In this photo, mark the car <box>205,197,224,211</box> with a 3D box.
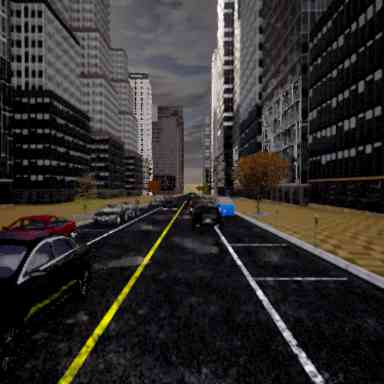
[{"bbox_3d":[2.674,1.418,40.375,1.967,1.590,4.097,-1,0,0],"label":"car"}]

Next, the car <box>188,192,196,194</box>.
[{"bbox_3d":[-0.004,1.020,73.033,2.150,2.045,5.566,0,0,0],"label":"car"}]

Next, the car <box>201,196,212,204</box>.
[{"bbox_3d":[2.675,1.503,63.046,1.752,1.417,4.829,-1,0,0],"label":"car"}]

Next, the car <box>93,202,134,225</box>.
[{"bbox_3d":[-5.703,1.534,23.500,2.008,1.369,4.403,-1,0,0],"label":"car"}]

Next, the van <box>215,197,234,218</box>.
[{"bbox_3d":[2.673,1.321,29.125,1.690,1.788,3.998,-1,0,0],"label":"van"}]

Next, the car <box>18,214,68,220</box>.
[{"bbox_3d":[-5.702,1.534,12.249,1.887,1.381,4.507,-1,0,0],"label":"car"}]

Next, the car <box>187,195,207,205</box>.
[{"bbox_3d":[0.760,1.458,37.287,1.882,1.535,5.008,0,0,3],"label":"car"}]

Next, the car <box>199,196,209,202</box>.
[{"bbox_3d":[2.675,1.546,74.124,1.947,1.339,4.313,-1,0,0],"label":"car"}]

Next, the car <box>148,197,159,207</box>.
[{"bbox_3d":[-5.705,1.527,51.624,2.008,1.369,4.403,-1,0,0],"label":"car"}]

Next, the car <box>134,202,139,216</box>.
[{"bbox_3d":[-5.704,1.531,29.124,2.008,1.369,4.403,-1,0,0],"label":"car"}]

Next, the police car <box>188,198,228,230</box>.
[{"bbox_3d":[0.899,1.409,21.360,1.930,1.638,5.238,0,0,0],"label":"police car"}]

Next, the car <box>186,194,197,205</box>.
[{"bbox_3d":[-0.002,1.481,56.190,1.837,1.490,4.892,0,0,0],"label":"car"}]

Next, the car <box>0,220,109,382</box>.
[{"bbox_3d":[-3.100,1.487,5.472,2.128,1.511,4.902,0,0,0],"label":"car"}]

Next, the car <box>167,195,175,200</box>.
[{"bbox_3d":[-5.707,1.534,90.999,1.887,1.381,4.507,-1,0,0],"label":"car"}]

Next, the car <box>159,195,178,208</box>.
[{"bbox_3d":[-3.077,1.541,47.299,1.994,1.385,4.181,0,0,0],"label":"car"}]

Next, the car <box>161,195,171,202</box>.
[{"bbox_3d":[-5.708,1.421,74.124,1.967,1.590,4.097,-1,0,0],"label":"car"}]
